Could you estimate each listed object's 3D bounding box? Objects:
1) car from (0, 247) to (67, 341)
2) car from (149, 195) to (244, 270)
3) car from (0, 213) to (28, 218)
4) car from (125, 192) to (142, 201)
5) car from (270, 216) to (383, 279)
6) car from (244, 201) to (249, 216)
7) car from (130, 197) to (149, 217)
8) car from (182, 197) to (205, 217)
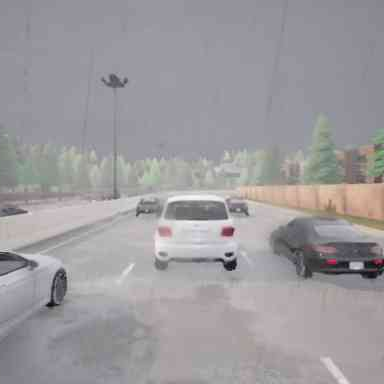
[{"bbox_3d":[-3.398,1.465,4.733,1.812,1.442,4.674,0,1,0],"label":"car"},{"bbox_3d":[0.112,1.093,10.719,2.150,2.045,5.566,0,1,0],"label":"car"},{"bbox_3d":[-10.578,1.342,17.965,1.994,1.385,4.181,0,1,0],"label":"car"},{"bbox_3d":[-10.448,0.828,59.443,2.033,1.411,5.357,0,1,1],"label":"car"},{"bbox_3d":[3.602,1.411,9.578,1.812,1.442,4.674,0,1,0],"label":"car"},{"bbox_3d":[3.624,1.188,28.203,1.812,1.442,4.674,0,1,0],"label":"car"},{"bbox_3d":[-3.367,1.163,27.183,2.128,1.511,4.902,0,1,0],"label":"car"},{"bbox_3d":[0.124,1.185,28.275,1.812,1.442,4.674,0,1,0],"label":"car"}]
